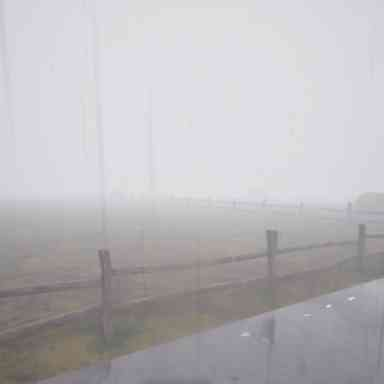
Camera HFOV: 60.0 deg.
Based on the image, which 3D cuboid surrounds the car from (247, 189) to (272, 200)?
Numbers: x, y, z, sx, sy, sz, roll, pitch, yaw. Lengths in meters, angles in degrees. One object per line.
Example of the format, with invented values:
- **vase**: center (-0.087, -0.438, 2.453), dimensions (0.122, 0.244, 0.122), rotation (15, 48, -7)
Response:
- **car**: center (13.375, 0.454, 66.274), dimensions (2.150, 2.045, 5.566), rotation (2, 0, -35)
